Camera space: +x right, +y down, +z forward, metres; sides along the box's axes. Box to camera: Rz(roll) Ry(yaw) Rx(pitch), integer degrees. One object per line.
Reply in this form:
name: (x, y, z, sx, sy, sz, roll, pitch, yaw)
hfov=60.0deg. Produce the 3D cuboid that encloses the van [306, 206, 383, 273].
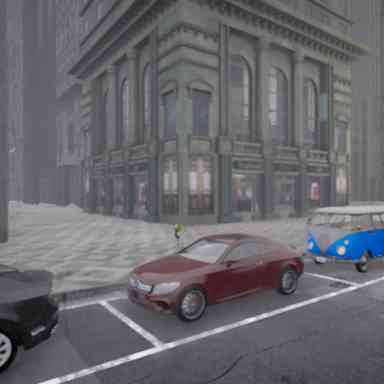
van: (5.283, 1.342, 10.425, 3.998, 1.788, 1.690, 0, 0, -36)

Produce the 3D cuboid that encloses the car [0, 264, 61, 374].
car: (-3.893, 1.551, 3.875, 4.403, 1.369, 2.008, 0, 0, -36)

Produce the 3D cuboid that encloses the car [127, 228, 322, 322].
car: (0.696, 1.582, 7.149, 4.206, 1.307, 1.802, 0, 0, -36)
